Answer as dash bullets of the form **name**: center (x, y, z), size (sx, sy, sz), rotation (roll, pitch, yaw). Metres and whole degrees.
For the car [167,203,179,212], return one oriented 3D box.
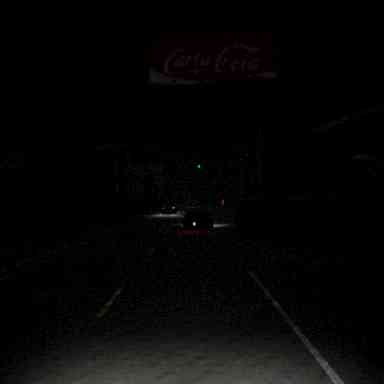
- **car**: center (-3.439, 2.826, 61.075), size (2.033, 1.411, 5.357), rotation (0, -1, 0)

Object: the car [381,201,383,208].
- **car**: center (41.254, 2.721, 72.482), size (1.932, 1.855, 4.605), rotation (0, -1, 0)

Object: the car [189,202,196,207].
- **car**: center (0.093, 3.472, 90.931), size (1.994, 1.385, 4.181), rotation (0, -1, 0)

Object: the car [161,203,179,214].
- **car**: center (-3.459, 2.407, 50.759), size (2.097, 1.767, 4.553), rotation (0, -1, 0)

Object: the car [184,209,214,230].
- **car**: center (0.591, 2.151, 26.200), size (1.837, 1.490, 4.892), rotation (-1, -3, 10)

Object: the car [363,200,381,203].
- **car**: center (38.349, 2.698, 72.065), size (1.905, 1.878, 3.866), rotation (0, -1, 0)
